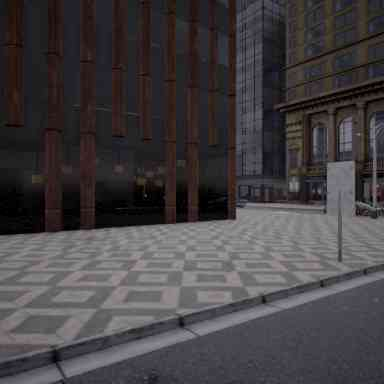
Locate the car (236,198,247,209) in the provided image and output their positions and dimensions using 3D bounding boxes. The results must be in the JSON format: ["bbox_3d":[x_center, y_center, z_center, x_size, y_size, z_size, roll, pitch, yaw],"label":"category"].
[{"bbox_3d":[5.028,1.409,43.071,1.837,1.490,4.892,0,0,-35],"label":"car"}]

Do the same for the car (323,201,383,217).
[{"bbox_3d":[14.510,1.493,29.765,2.033,1.411,5.357,0,0,-35],"label":"car"}]
